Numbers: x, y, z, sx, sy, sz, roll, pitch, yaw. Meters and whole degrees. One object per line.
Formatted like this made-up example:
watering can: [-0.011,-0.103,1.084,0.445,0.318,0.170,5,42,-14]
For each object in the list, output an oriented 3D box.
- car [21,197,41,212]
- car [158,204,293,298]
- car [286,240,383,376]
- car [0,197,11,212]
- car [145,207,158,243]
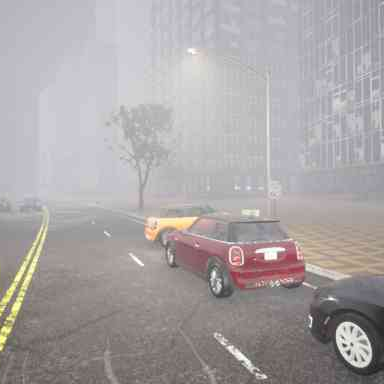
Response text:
car: [-19.013,1.393,39.353,2.097,1.767,4.553,0,0,-24]
car: [0.836,1.355,8.900,2.097,1.767,4.553,0,0,-22]
car: [3.595,1.505,3.441,1.837,1.490,4.892,0,0,-36]
car: [-21.976,1.390,38.018,2.097,1.767,4.553,0,0,-24]
car: [0.283,1.277,14.553,4.553,1.767,2.097,-3,1,-18]
